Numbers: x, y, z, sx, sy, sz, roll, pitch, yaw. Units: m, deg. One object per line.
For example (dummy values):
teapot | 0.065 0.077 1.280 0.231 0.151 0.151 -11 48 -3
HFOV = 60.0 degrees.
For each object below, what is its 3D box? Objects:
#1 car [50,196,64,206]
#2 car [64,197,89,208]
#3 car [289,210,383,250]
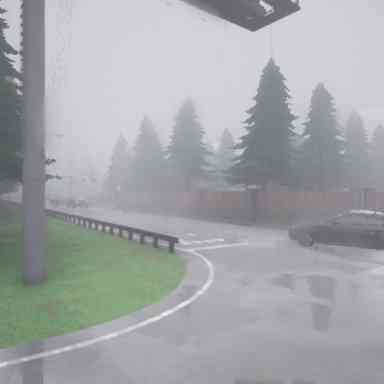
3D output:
car | -20.544 1.371 51.629 2.033 1.411 5.357 0 0 -34
car | -14.835 1.349 43.144 1.812 1.442 4.674 0 0 -34
car | 6.069 1.413 12.444 4.674 1.442 1.812 2 3 30
